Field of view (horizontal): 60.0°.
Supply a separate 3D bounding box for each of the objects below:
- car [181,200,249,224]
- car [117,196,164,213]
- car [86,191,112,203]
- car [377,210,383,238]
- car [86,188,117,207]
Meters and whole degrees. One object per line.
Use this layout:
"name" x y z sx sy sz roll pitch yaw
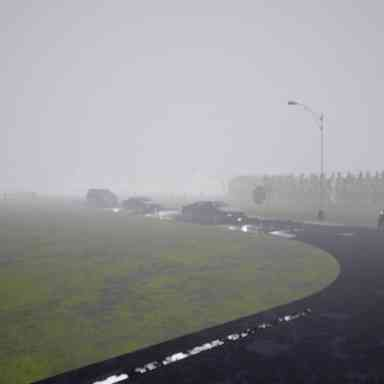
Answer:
"car" 1.346 1.249 22.418 2.033 1.411 5.357 -1 2 -36
"car" -4.670 1.096 30.756 2.033 1.411 5.357 -1 2 -36
"car" -13.470 0.685 48.000 1.882 1.535 5.008 -1 2 -36
"car" 9.659 1.090 12.983 2.150 2.045 5.566 1 1 -1
"car" -10.697 0.613 39.129 2.150 2.045 5.566 -1 2 -36
